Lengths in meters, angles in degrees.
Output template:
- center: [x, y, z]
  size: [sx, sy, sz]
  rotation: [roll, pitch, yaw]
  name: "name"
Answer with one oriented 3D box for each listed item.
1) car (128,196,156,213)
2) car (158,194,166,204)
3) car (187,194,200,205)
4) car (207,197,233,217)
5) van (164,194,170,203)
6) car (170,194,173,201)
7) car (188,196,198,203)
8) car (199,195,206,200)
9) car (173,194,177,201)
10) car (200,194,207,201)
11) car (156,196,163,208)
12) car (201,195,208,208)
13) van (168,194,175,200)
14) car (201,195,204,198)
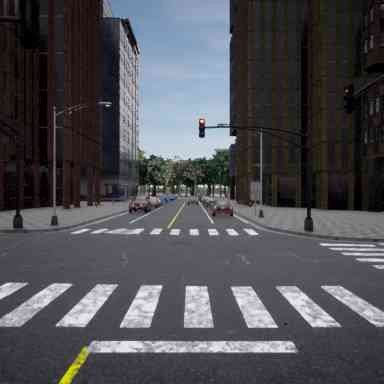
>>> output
- center: [-5.734, 1.321, 37.157]
  size: [2.192, 1.841, 5.009]
  rotation: [0, 0, 0]
  name: "car"
- center: [-5.722, 1.537, 53.300]
  size: [1.752, 1.417, 4.829]
  rotation: [0, 0, 0]
  name: "car"
- center: [0.142, 1.562, 59.484]
  size: [2.033, 1.411, 5.357]
  rotation: [0, 0, 0]
  name: "car"
- center: [2.787, 1.444, 31.713]
  size: [1.967, 1.590, 4.097]
  rotation: [0, 0, 0]
  name: "car"
- center: [-5.713, 1.359, 64.345]
  size: [1.690, 1.788, 3.998]
  rotation: [0, 0, 0]
  name: "van"
- center: [-5.709, 1.571, 69.783]
  size: [2.008, 1.369, 4.403]
  rotation: [0, 0, 0]
  name: "car"
- center: [0.155, 1.584, 69.774]
  size: [1.994, 1.385, 4.181]
  rotation: [0, 0, 0]
  name: "car"
- center: [2.833, 1.561, 91.696]
  size: [1.752, 1.417, 4.829]
  rotation: [0, 0, 0]
  name: "car"
- center: [-5.696, 1.597, 86.095]
  size: [1.947, 1.339, 4.313]
  rotation: [0, 0, 0]
  name: "car"
- center: [2.808, 1.559, 58.901]
  size: [1.887, 1.381, 4.507]
  rotation: [0, 0, 0]
  name: "car"
- center: [-5.726, 1.592, 48.032]
  size: [1.802, 1.307, 4.206]
  rotation: [0, 0, 0]
  name: "car"
- center: [2.799, 1.561, 48.025]
  size: [2.008, 1.369, 4.403]
  rotation: [0, 0, 0]
  name: "car"
- center: [-5.693, 1.377, 91.533]
  size: [1.690, 1.788, 3.998]
  rotation: [0, 0, 0]
  name: "van"
- center: [2.804, 1.557, 53.463]
  size: [1.887, 1.381, 4.507]
  rotation: [0, 0, 0]
  name: "car"
